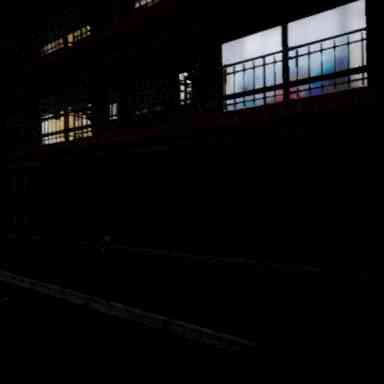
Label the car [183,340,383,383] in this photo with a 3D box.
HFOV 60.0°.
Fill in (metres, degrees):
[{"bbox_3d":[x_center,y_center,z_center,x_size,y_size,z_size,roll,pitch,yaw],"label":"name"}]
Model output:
[{"bbox_3d":[1.869,1.544,1.556,4.507,1.381,1.887,0,-1,36],"label":"car"}]
